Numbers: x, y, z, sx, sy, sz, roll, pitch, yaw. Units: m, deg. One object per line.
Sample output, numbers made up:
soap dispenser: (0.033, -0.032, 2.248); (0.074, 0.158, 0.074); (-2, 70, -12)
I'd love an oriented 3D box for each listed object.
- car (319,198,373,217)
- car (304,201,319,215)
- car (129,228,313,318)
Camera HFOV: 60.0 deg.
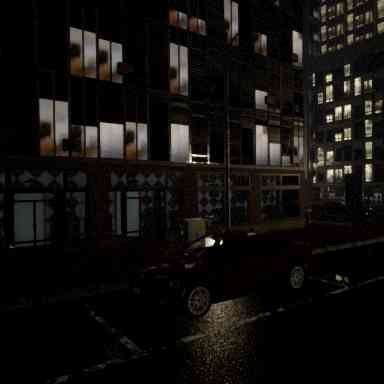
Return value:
car: (13.451, 1.491, 29.784); (1.895, 1.301, 4.718); (-1, 1, -36)
car: (9.220, 1.451, 31.326); (2.008, 1.369, 4.403); (-1, 1, -35)
car: (0.815, 1.543, 7.361); (4.507, 1.381, 1.887); (0, -1, -36)
